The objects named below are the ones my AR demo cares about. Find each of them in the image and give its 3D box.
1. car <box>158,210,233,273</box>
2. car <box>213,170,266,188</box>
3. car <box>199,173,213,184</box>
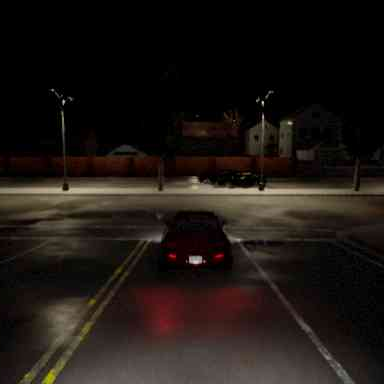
[{"bbox_3d":[0.092,1.258,9.656,1.812,1.442,4.674,0,2,0],"label":"car"},{"bbox_3d":[4.873,-1.205,32.940,4.892,1.490,1.837,0,8,-1],"label":"car"},{"bbox_3d":[3.311,-1.700,36.375,5.008,1.535,1.882,0,8,-1],"label":"car"}]
